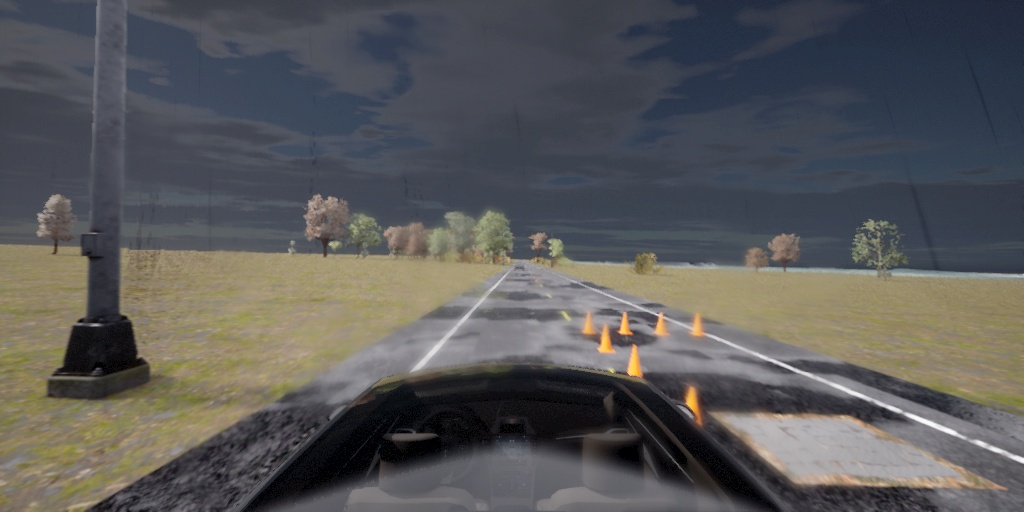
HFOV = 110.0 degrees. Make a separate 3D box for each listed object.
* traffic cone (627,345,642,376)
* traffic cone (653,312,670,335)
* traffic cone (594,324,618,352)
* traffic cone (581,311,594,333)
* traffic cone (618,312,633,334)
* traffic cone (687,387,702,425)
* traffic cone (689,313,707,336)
[{"bbox_3d":[2.046,1.784,5.992,0.340,0.580,0.340,0,0,1],"label":"traffic cone"},{"bbox_3d":[4.134,1.859,9.946,0.340,0.580,0.340,0,0,1],"label":"traffic cone"},{"bbox_3d":[2.090,1.807,7.991,0.340,0.580,0.340,0,0,1],"label":"traffic cone"},{"bbox_3d":[2.135,1.830,9.991,0.340,0.580,0.340,0,0,1],"label":"traffic cone"},{"bbox_3d":[3.135,1.845,9.969,0.340,0.580,0.340,0,0,1],"label":"traffic cone"},{"bbox_3d":[2.001,1.761,3.992,0.340,0.580,0.340,0,0,1],"label":"traffic cone"},{"bbox_3d":[5.134,1.874,9.923,0.340,0.580,0.340,0,0,1],"label":"traffic cone"}]
